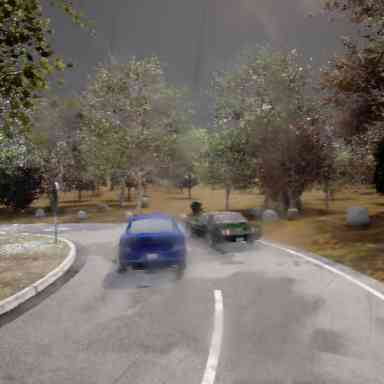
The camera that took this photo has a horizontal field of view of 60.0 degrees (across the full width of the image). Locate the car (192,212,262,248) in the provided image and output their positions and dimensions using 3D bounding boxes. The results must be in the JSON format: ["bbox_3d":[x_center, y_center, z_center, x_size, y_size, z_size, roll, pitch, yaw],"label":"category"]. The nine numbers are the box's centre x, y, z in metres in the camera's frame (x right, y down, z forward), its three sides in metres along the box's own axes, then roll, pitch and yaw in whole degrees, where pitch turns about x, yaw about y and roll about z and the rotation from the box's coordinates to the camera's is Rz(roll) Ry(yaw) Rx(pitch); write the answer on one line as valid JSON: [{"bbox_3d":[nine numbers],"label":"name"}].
[{"bbox_3d":[1.138,1.529,14.569,1.895,1.301,4.718,-2,0,-17],"label":"car"}]

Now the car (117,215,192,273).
[{"bbox_3d":[-1.309,1.494,10.925,1.882,1.535,5.008,-1,0,-7],"label":"car"}]
